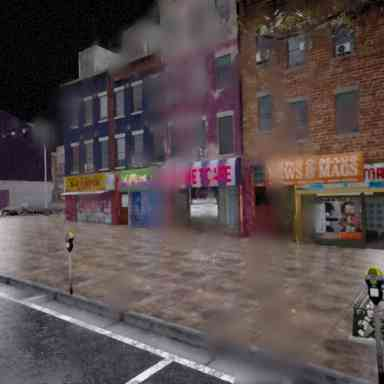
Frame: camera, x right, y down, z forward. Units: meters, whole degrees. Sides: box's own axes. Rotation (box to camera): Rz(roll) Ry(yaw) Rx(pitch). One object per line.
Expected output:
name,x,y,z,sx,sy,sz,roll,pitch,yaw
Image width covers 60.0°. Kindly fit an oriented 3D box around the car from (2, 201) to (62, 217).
car,-15.684,1.618,32.885,2.033,1.411,5.357,-2,-1,36
